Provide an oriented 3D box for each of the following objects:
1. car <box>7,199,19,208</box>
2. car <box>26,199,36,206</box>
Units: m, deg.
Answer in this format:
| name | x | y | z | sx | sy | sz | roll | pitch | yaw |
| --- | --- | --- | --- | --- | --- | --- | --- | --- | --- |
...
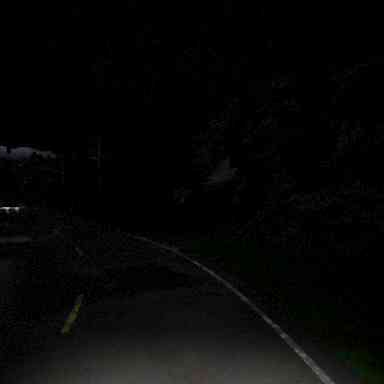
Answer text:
| name | x | y | z | sx | sy | sz | roll | pitch | yaw |
| --- | --- | --- | --- | --- | --- | --- | --- | --- | --- |
| car | -34.467 | 2.181 | 63.981 | 1.837 | 1.490 | 4.892 | 0 | -1 | -29 |
| car | -34.872 | 2.276 | 71.934 | 2.128 | 1.511 | 4.902 | 0 | -1 | -29 |
